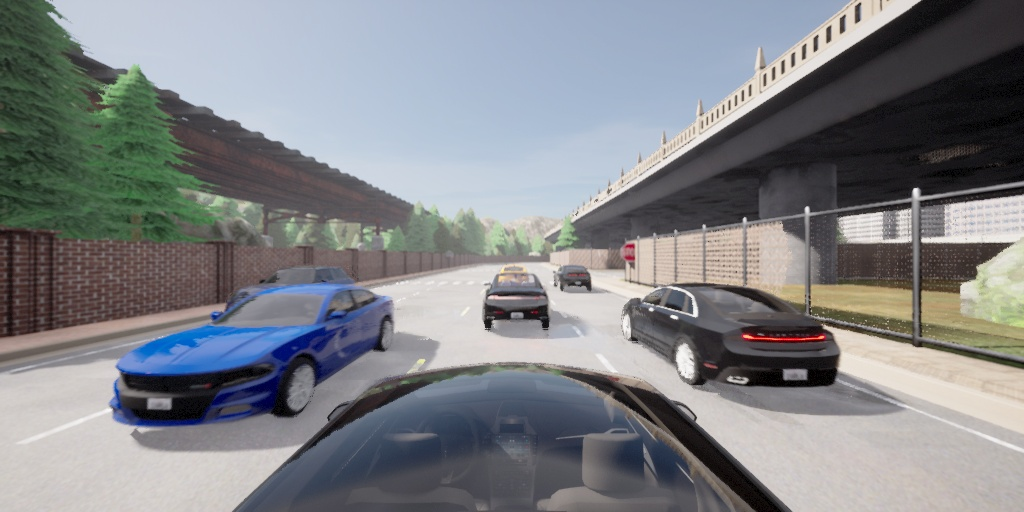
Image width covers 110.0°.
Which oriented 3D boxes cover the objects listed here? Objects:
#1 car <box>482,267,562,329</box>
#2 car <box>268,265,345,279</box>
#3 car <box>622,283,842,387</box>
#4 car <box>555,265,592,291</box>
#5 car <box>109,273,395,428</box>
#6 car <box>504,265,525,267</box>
[{"bbox_3d":[0.120,1.272,11.332,2.128,1.511,4.902,0,0,0],"label":"car"},{"bbox_3d":[-7.056,1.134,12.020,2.097,1.767,4.553,0,0,0],"label":"car"},{"bbox_3d":[3.616,1.272,6.990,1.837,1.490,4.892,0,0,0],"label":"car"},{"bbox_3d":[3.667,1.315,22.269,1.837,1.490,4.892,0,-1,0],"label":"car"},{"bbox_3d":[-3.584,1.241,6.153,1.882,1.535,5.008,0,0,0],"label":"car"},{"bbox_3d":[0.152,1.295,22.899,1.882,1.535,5.008,0,0,1],"label":"car"}]
